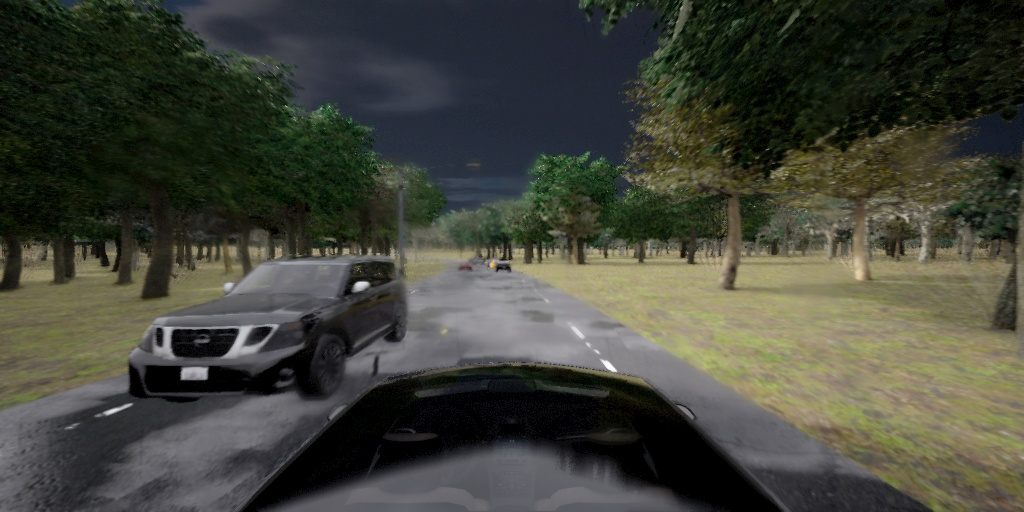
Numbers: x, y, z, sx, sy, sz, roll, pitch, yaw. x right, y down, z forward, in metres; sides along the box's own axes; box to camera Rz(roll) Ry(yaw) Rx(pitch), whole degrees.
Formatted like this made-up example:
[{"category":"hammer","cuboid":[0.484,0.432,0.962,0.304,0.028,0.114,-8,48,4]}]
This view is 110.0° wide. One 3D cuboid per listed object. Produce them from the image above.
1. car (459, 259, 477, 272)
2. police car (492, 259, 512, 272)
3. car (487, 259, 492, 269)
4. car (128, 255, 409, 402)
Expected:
[{"category":"car","cuboid":[-5.950,1.433,47.017,1.895,1.301,4.718,-1,0,-6]},{"category":"police car","cuboid":[-1.191,1.214,46.025,1.930,1.638,5.238,-1,0,-6]},{"category":"car","cuboid":[-2.349,1.267,55.917,1.882,1.535,5.008,-1,0,-7]},{"category":"car","cuboid":[-3.635,1.001,6.838,2.150,2.045,5.566,0,0,-1]}]
